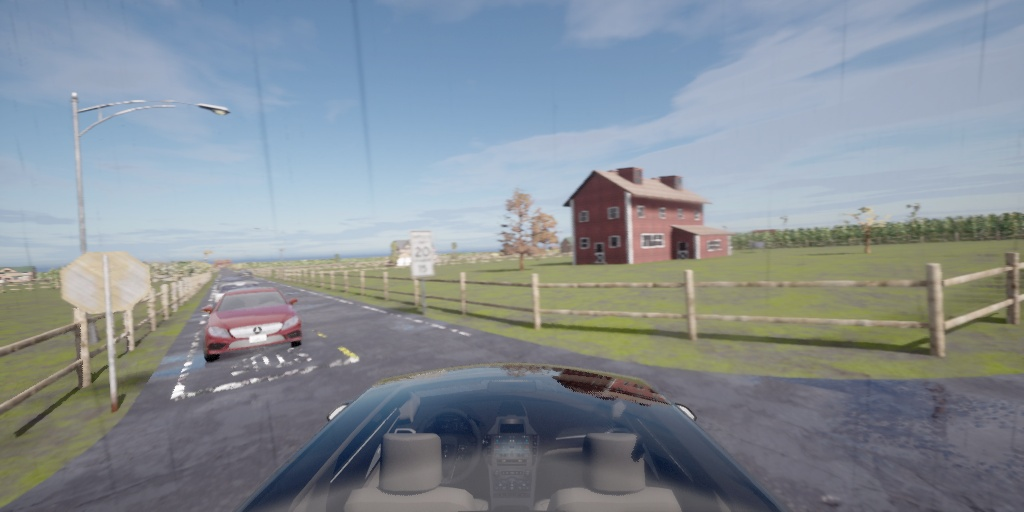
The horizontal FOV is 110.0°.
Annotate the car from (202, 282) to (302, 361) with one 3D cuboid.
[{"bbox_3d":[-6.925,1.591,9.606,1.812,1.442,4.674,-3,0,-38],"label":"car"}]

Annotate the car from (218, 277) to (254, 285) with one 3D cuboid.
[{"bbox_3d":[-13.275,1.949,17.525,1.895,1.301,4.718,-3,0,-39],"label":"car"}]

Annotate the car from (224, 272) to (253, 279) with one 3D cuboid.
[{"bbox_3d":[-22.812,2.333,29.367,1.994,1.385,4.181,-3,1,-39],"label":"car"}]
